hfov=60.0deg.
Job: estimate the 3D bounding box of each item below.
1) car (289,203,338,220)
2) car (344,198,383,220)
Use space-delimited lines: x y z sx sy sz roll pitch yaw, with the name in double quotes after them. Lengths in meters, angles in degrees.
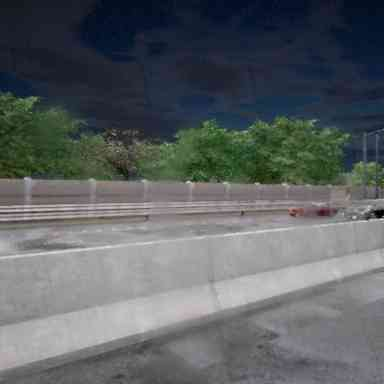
10.481 1.631 28.646 4.718 1.301 1.895 0 0 -35 "car"
14.469 1.393 27.187 4.553 1.767 2.097 0 0 -35 "car"
